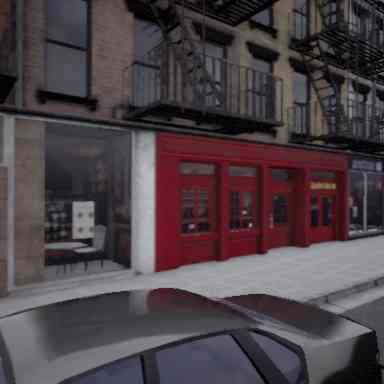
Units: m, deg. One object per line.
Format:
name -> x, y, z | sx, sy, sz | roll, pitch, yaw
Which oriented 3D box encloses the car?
car -> -0.708, 1.546, 2.256 | 5.357, 1.411, 2.033 | 0, 0, -35
